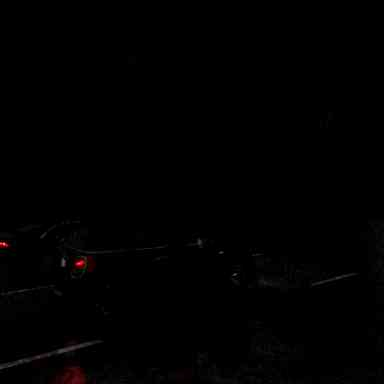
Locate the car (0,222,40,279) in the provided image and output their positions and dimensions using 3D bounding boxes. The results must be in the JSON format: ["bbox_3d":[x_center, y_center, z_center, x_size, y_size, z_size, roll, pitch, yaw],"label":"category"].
[{"bbox_3d":[-3.153,1.505,10.079,4.892,1.490,1.837,0,0,-35],"label":"car"}]

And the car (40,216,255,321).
[{"bbox_3d":[-0.710,1.354,7.524,4.553,1.767,2.097,0,0,-35],"label":"car"}]
